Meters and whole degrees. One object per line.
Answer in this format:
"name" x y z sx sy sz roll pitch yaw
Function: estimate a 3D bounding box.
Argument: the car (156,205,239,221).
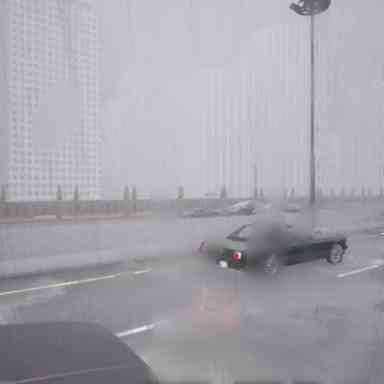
"car" 0.049 1.537 16.929 4.181 1.385 1.994 0 0 -36

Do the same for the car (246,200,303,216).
"car" 6.770 1.469 26.026 4.674 1.442 1.812 0 0 -35

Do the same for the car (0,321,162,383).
"car" -2.738 1.551 1.795 5.357 1.411 2.033 0 0 -36

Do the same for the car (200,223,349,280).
"car" 2.629 1.579 9.926 4.718 1.301 1.895 0 0 -36

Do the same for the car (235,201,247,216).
"car" 4.807 1.468 28.924 4.674 1.442 1.812 0 0 -35
